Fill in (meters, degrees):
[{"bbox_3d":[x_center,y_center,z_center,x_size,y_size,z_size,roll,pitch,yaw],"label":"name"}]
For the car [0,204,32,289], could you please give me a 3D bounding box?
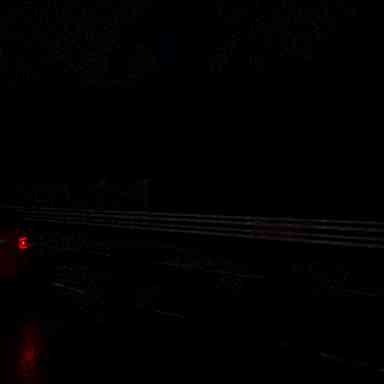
[{"bbox_3d":[-6.197,1.295,8.157,5.566,2.045,2.150,0,0,35],"label":"car"}]
